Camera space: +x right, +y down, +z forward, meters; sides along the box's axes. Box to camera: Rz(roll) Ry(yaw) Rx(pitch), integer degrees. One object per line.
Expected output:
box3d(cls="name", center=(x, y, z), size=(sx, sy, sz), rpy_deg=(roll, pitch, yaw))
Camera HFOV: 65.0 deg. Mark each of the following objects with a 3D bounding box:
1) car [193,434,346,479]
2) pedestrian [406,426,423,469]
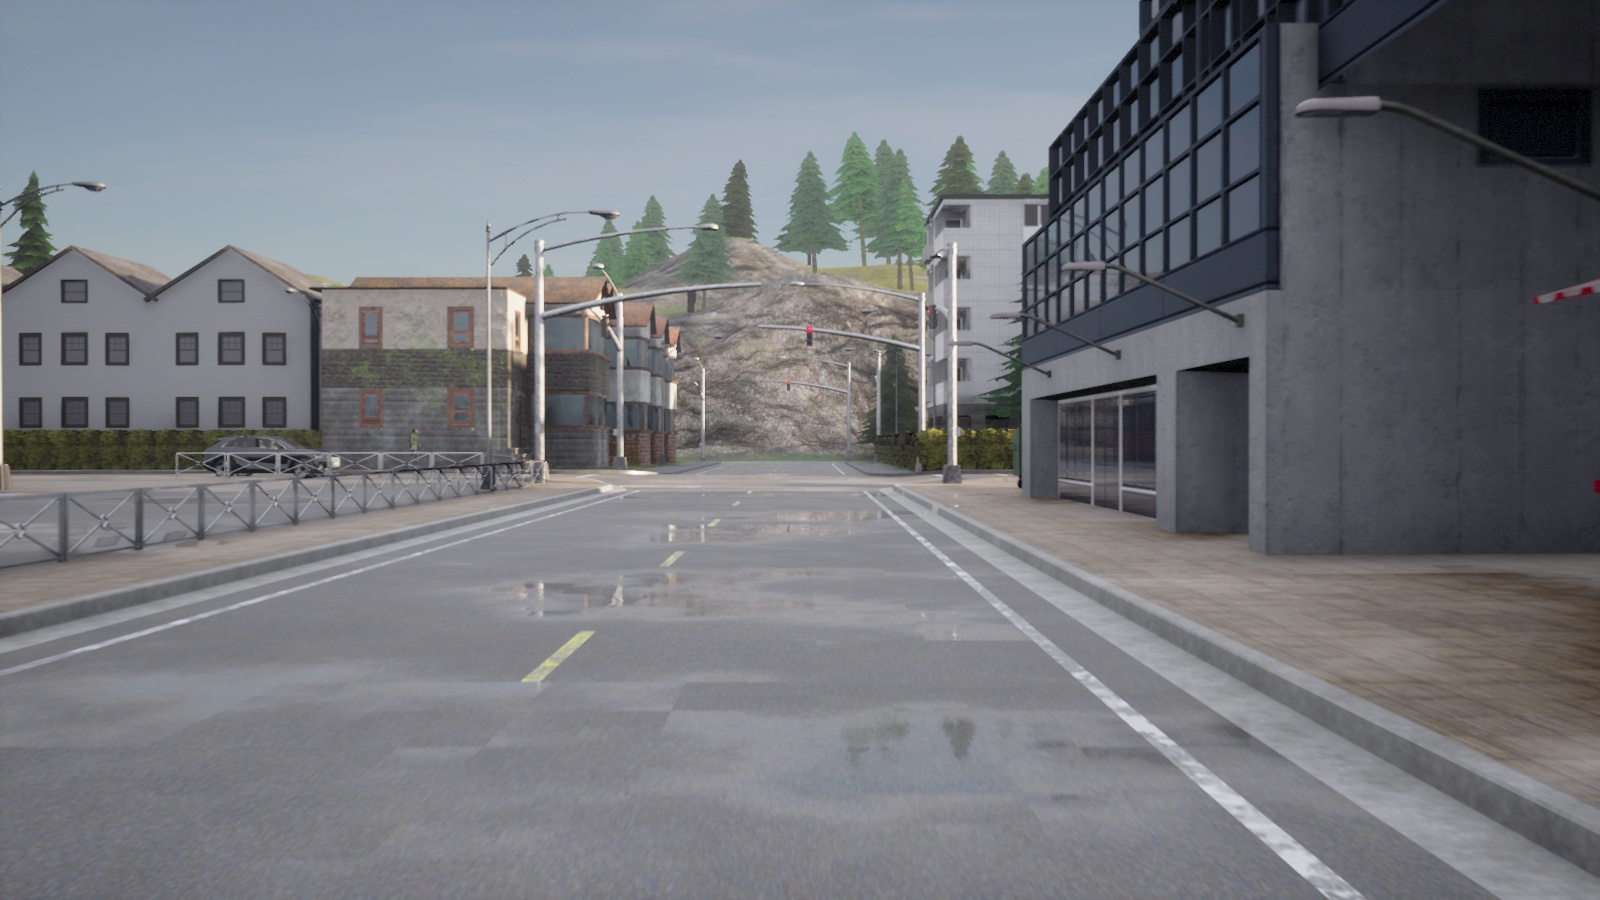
box3d(cls="car", center=(-19.736, 0.220, 46.867), size=(4.856, 1.649, 2.033), rpy_deg=(0, 0, 0))
box3d(cls="pedestrian", center=(-16.700, -0.093, 54.417), size=(0.614, 1.847, 0.353), rpy_deg=(0, 0, 0))
